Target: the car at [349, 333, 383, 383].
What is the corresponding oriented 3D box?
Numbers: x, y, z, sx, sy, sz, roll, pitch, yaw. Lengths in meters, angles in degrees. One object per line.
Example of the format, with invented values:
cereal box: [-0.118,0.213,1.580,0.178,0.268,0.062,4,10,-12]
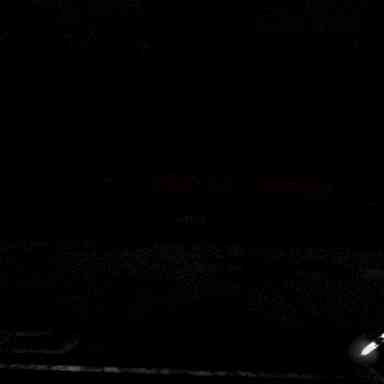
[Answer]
car: [3.718,1.563,2.547,4.553,1.767,2.097,2,-2,0]
